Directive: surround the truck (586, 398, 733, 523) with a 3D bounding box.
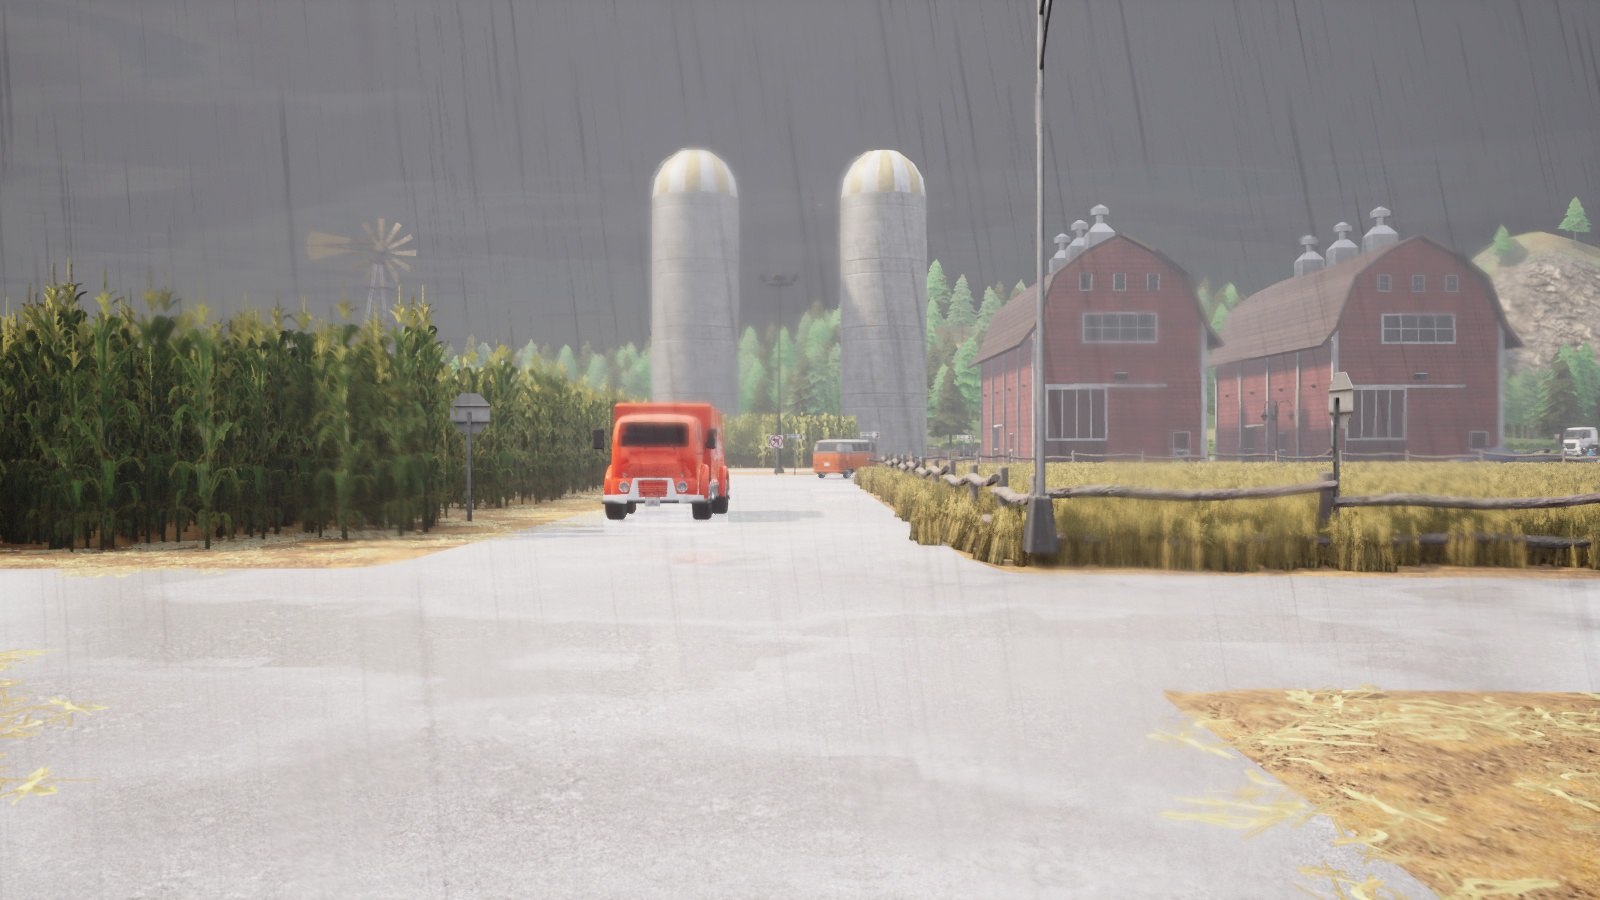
[{"bbox_3d":[-2.925,0.222,27.571,2.627,2.467,5.204,0,0,0],"label":"truck"}]

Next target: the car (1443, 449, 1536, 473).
[{"bbox_3d":[42.450,0.689,77.433,4.674,1.442,1.812,0,0,10],"label":"car"}]

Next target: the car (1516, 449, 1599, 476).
[{"bbox_3d":[43.673,0.700,72.151,4.193,1.474,1.816,0,0,39],"label":"car"}]

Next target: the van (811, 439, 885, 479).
[{"bbox_3d":[2.476,0.448,63.994,1.775,1.987,4.442,0,0,33],"label":"van"}]
